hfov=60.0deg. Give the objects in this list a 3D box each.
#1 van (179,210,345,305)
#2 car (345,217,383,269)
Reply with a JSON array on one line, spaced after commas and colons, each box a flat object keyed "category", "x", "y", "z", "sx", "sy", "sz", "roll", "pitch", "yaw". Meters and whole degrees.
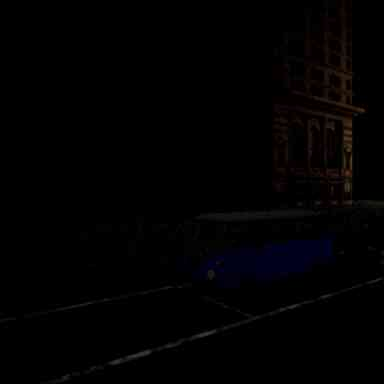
[{"category": "van", "x": 1.624, "y": 1.337, "z": 7.813, "sx": 3.998, "sy": 1.788, "sz": 1.690, "roll": 0, "pitch": 0, "yaw": -36}, {"category": "car", "x": 6.216, "y": 1.538, "z": 11.089, "sx": 4.507, "sy": 1.381, "sz": 1.887, "roll": 0, "pitch": 0, "yaw": -36}]
